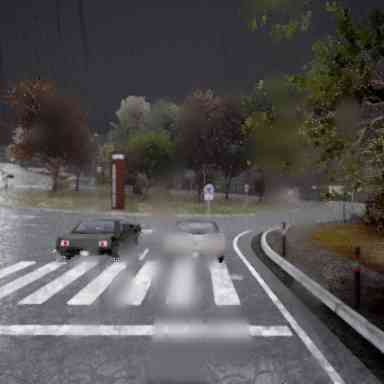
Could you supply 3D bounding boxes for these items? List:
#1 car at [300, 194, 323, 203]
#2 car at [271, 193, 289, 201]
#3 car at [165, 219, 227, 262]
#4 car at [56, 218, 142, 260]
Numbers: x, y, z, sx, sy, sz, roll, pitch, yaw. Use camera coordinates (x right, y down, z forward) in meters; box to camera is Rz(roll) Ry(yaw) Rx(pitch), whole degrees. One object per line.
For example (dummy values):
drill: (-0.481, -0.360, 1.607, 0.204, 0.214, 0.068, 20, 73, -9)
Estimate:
car: (20.641, 1.009, 57.421, 2.128, 1.511, 4.902, 0, 2, -15)
car: (16.045, 0.950, 61.111, 1.812, 1.442, 4.674, -1, 2, -23)
car: (0.172, 1.620, 12.195, 1.895, 1.301, 4.718, 0, 0, 2)
car: (-3.219, 1.617, 12.574, 1.895, 1.301, 4.718, 0, 0, 3)
